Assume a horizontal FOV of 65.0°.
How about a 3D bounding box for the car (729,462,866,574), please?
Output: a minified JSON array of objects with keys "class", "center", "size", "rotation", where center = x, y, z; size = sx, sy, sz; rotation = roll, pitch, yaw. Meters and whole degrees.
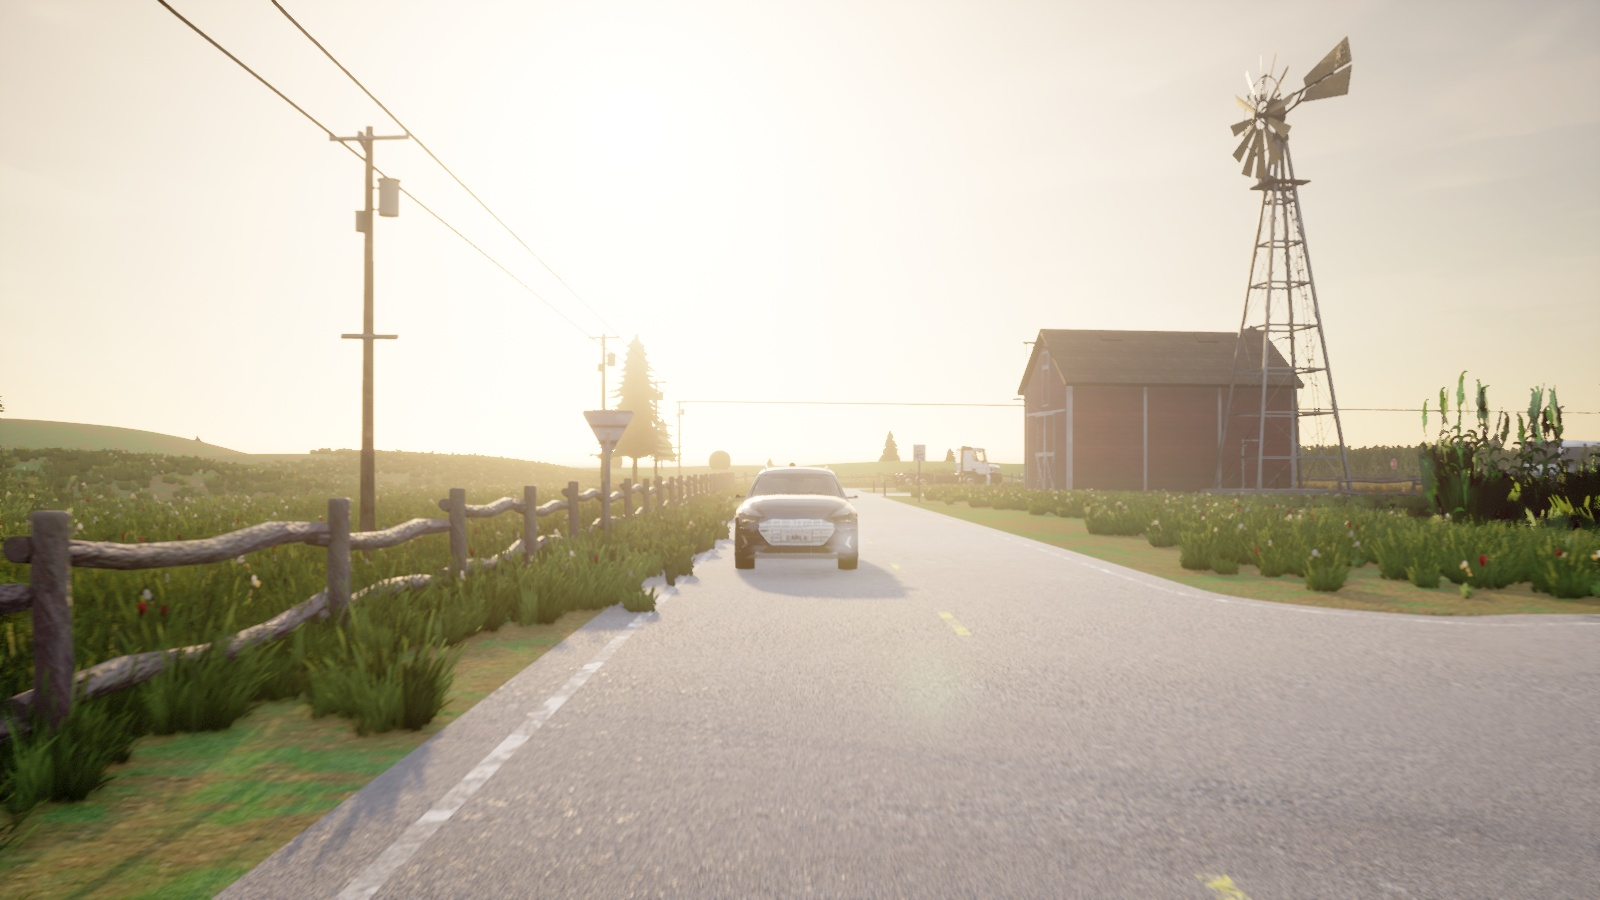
[{"class":"car","center":[-0.052,1.064,21.063],"size":[2.033,1.649,4.856],"rotation":[0,-1,0]}]
